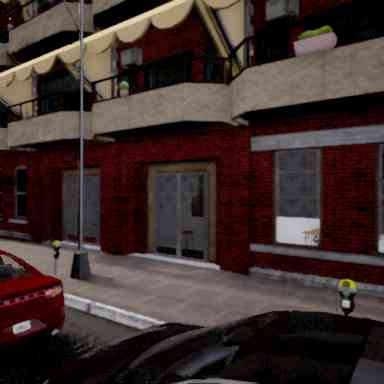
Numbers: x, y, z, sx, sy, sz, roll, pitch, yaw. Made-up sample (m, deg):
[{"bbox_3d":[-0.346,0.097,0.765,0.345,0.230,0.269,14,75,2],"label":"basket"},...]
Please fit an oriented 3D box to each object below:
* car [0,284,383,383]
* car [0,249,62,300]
[{"bbox_3d":[0.646,1.570,2.209,4.313,1.339,1.947,0,0,36],"label":"car"},{"bbox_3d":[-3.965,1.588,5.499,4.507,1.381,1.887,0,0,36],"label":"car"}]
